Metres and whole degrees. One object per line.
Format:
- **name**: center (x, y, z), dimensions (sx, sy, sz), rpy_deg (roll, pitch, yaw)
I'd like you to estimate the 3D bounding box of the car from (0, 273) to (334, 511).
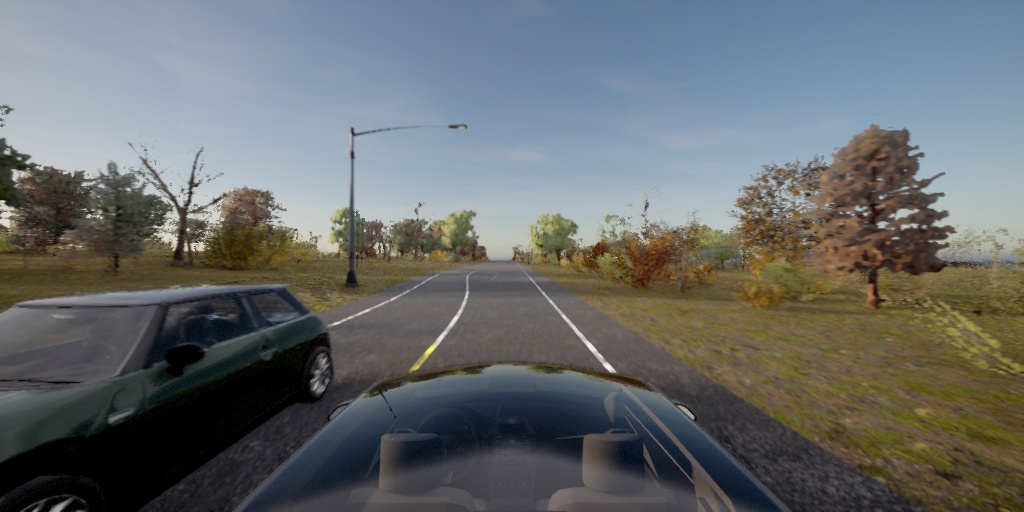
- **car**: center (-3.652, 1.108, 3.349), dimensions (2.097, 1.767, 4.553), rpy_deg (0, 0, -1)
